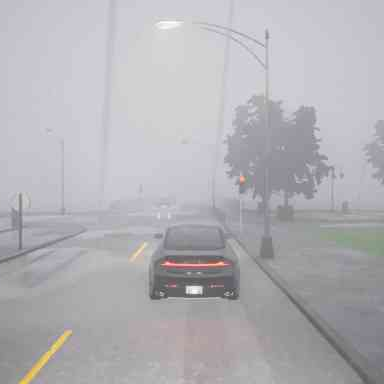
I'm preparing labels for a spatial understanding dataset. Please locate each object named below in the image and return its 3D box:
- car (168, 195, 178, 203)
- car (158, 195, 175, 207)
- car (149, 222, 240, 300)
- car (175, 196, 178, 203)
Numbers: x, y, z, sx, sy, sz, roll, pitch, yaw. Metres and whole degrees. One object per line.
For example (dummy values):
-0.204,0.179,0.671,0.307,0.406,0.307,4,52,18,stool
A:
-4.020,1.500,70.413,1.837,1.490,4.892,0,0,0,car
-4.109,1.505,50.805,1.837,1.490,4.892,0,0,0,car
0.058,1.505,8.372,1.837,1.490,4.892,0,0,0,car
-4.087,1.601,60.199,1.895,1.301,4.718,0,0,0,car
